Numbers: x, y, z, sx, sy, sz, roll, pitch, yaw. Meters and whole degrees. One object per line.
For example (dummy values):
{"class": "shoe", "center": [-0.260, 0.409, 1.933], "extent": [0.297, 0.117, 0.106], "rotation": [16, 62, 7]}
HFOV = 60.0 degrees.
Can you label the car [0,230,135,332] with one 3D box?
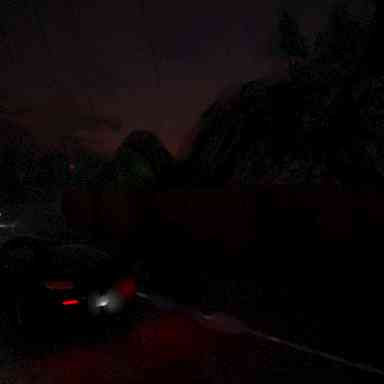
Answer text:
{"class": "car", "center": [-2.973, 1.536, 6.907], "extent": [1.812, 1.442, 4.674], "rotation": [0, 0, -44]}
